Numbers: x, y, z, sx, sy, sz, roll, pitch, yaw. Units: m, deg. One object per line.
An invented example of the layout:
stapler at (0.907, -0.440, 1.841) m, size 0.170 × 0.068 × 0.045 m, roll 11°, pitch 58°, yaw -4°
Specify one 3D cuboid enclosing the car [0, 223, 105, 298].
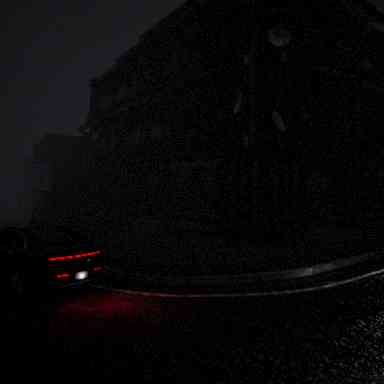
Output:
car at (-4.343, 1.596, 8.777) m, size 4.892 × 1.490 × 1.837 m, roll 0°, pitch -1°, yaw 37°
